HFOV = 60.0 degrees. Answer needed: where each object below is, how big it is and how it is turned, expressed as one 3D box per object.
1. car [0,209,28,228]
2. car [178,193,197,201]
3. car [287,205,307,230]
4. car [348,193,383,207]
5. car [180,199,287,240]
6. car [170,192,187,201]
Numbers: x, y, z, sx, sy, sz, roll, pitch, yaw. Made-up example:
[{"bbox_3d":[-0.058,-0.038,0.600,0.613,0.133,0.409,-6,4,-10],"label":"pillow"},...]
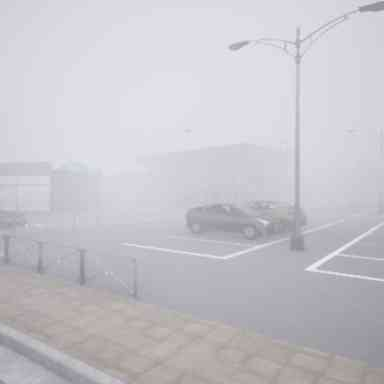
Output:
[{"bbox_3d":[-11.766,1.467,19.122,1.994,1.385,4.181,1,0,41],"label":"car"},{"bbox_3d":[-0.952,1.258,68.786,2.242,1.667,4.611,0,0,36],"label":"car"},{"bbox_3d":[3.634,1.289,18.277,5.027,1.636,2.152,0,0,36],"label":"car"},{"bbox_3d":[23.760,1.319,46.000,3.806,1.475,1.970,0,0,36],"label":"car"},{"bbox_3d":[1.830,1.298,15.711,4.514,1.523,2.007,0,0,36],"label":"car"},{"bbox_3d":[-2.974,1.060,75.625,1.905,1.878,3.866,0,0,36],"label":"car"}]
